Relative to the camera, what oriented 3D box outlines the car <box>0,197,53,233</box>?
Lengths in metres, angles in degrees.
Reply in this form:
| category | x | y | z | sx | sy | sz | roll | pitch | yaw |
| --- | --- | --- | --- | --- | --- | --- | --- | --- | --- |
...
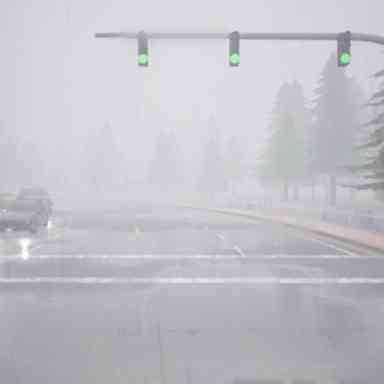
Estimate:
| category | x | y | z | sx | sy | sz | roll | pitch | yaw |
| --- | --- | --- | --- | --- | --- | --- | --- | --- | --- |
| car | -8.440 | 1.177 | 16.710 | 2.033 | 1.411 | 5.357 | 0 | 1 | -15 |

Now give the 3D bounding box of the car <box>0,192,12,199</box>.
| category | x | y | z | sx | sy | sz | roll | pitch | yaw |
| --- | --- | --- | --- | --- | --- | --- | --- | --- | --- |
| car | -19.078 | 0.776 | 33.935 | 5.008 | 1.535 | 1.882 | 1 | 1 | 41 |

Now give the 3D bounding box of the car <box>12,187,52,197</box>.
| category | x | y | z | sx | sy | sz | roll | pitch | yaw |
| --- | --- | --- | --- | --- | --- | --- | --- | --- | --- |
| car | -12.442 | 0.670 | 26.073 | 2.150 | 2.045 | 5.566 | -1 | 1 | -32 |
